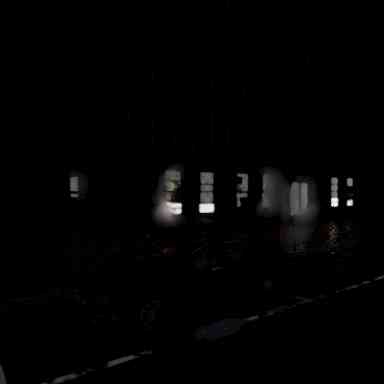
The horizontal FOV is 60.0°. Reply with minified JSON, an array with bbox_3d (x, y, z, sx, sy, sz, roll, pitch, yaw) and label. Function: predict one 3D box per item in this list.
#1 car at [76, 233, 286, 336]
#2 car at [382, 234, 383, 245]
[{"bbox_3d":[0.008,1.543,6.582,4.403,1.369,2.008,0,0,-36],"label":"car"},{"bbox_3d":[9.245,1.552,13.236,4.206,1.307,1.802,0,0,-36],"label":"car"}]
